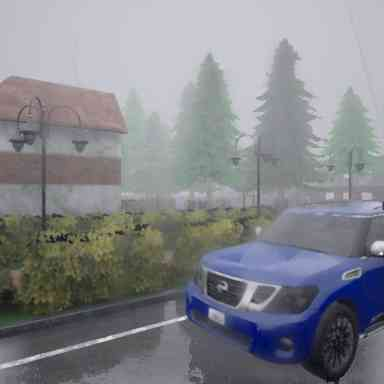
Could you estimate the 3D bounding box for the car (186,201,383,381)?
[{"bbox_3d":[2.562,1.221,5.833,5.566,2.045,2.150,0,0,-35],"label":"car"}]
